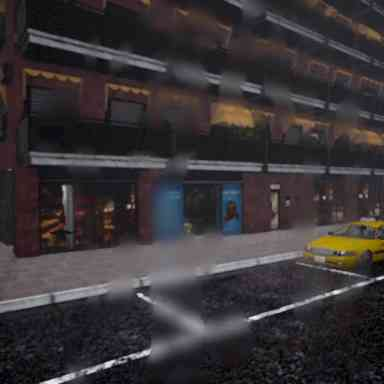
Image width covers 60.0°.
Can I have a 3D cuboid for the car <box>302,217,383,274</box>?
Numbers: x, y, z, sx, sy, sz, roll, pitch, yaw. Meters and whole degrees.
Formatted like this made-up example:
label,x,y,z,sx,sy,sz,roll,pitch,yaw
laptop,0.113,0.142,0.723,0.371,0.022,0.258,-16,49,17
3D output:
label,x,y,z,sx,sy,sz,roll,pitch,yaw
car,5.456,1.515,10.521,4.829,1.417,1.752,0,-1,-36
